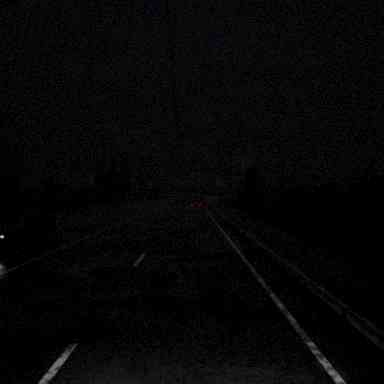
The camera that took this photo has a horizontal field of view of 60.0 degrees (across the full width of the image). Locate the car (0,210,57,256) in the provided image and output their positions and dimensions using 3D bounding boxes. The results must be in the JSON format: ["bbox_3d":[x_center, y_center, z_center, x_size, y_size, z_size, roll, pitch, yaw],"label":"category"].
[{"bbox_3d":[-7.079,1.501,13.211,2.128,1.511,4.902,0,0,1],"label":"car"}]

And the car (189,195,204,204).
[{"bbox_3d":[1.075,1.415,67.505,2.097,1.767,4.553,0,0,4],"label":"car"}]

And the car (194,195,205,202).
[{"bbox_3d":[1.785,1.597,77.731,2.128,1.511,4.902,0,0,5],"label":"car"}]

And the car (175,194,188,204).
[{"bbox_3d":[-2.445,1.605,67.283,2.033,1.411,5.357,0,0,3],"label":"car"}]
